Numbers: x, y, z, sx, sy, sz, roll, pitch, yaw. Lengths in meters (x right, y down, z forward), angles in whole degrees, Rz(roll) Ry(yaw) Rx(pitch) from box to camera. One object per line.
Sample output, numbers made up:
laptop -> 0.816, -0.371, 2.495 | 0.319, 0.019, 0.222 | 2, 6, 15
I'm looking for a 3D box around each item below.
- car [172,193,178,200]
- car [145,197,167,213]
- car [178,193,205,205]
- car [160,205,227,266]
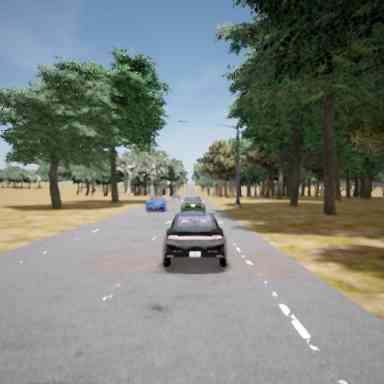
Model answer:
car -> -3.521, 0.981, 74.896 | 2.033, 1.411, 5.357 | 0, 0, 0
car -> -3.605, 1.229, 34.151 | 1.882, 1.535, 5.008 | 0, 0, 0
car -> 0.087, 1.135, 29.646 | 2.097, 1.767, 4.553 | 0, 0, 0
car -> 0.087, 1.409, 11.216 | 2.128, 1.511, 4.902 | 0, 1, 0
